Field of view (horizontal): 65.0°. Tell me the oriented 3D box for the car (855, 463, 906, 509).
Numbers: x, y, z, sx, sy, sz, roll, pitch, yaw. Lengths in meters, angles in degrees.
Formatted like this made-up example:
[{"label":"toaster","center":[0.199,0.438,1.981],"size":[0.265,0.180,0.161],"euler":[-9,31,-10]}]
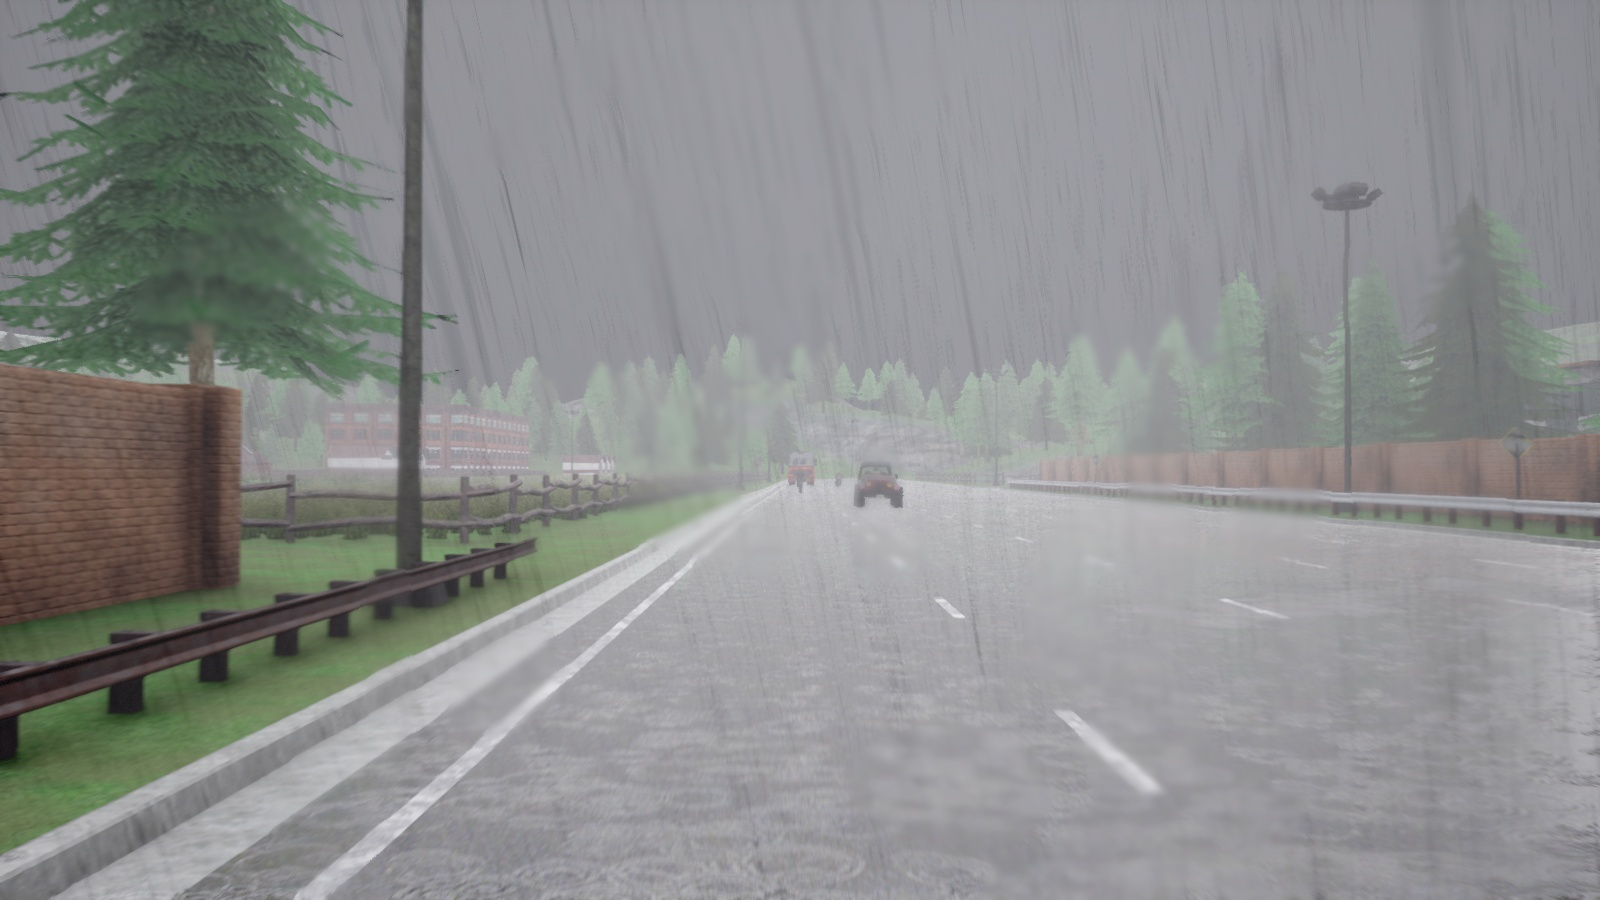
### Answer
[{"label":"car","center":[3.384,1.490,53.510],"size":[1.905,1.878,3.866],"euler":[0,-1,0]}]
